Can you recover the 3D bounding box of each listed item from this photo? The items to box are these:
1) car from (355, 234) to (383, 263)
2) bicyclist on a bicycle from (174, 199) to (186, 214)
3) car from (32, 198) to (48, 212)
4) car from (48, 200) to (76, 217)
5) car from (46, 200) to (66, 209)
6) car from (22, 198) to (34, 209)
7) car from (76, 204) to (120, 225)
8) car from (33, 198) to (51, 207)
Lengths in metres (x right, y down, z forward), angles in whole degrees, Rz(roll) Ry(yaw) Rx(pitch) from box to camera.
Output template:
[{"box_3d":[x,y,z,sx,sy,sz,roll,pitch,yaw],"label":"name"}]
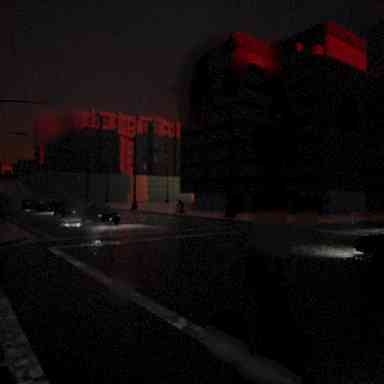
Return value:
[{"box_3d":[8.227,1.743,10.641,2.033,1.411,5.357,1,-1,-35],"label":"car"},{"box_3d":[-1.336,1.635,36.753,1.656,1.620,0.582,1,-1,-35],"label":"bicyclist on a bicycle"},{"box_3d":[-18.333,1.808,41.763,1.994,1.385,4.181,1,-1,-35],"label":"car"},{"box_3d":[-12.639,1.705,33.708,2.128,1.511,4.902,1,-1,-35],"label":"car"},{"box_3d":[-21.498,1.922,52.621,1.895,1.301,4.718,1,-1,-35],"label":"car"},{"box_3d":[-24.040,1.627,49.898,2.097,1.767,4.553,1,-1,-35],"label":"car"},{"box_3d":[-7.259,1.711,26.105,1.812,1.442,4.674,1,-1,-35],"label":"car"},{"box_3d":[-27.498,1.899,60.980,2.033,1.411,5.357,1,-1,-35],"label":"car"}]
